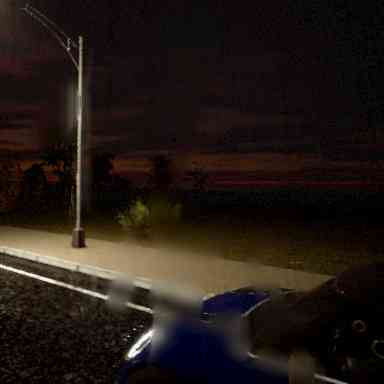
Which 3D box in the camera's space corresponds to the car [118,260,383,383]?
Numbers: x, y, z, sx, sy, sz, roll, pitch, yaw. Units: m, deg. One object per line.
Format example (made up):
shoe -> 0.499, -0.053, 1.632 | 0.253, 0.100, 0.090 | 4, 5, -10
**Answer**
car -> 1.549, 1.351, 2.458 | 4.553, 1.767, 2.097 | 1, 1, 36
